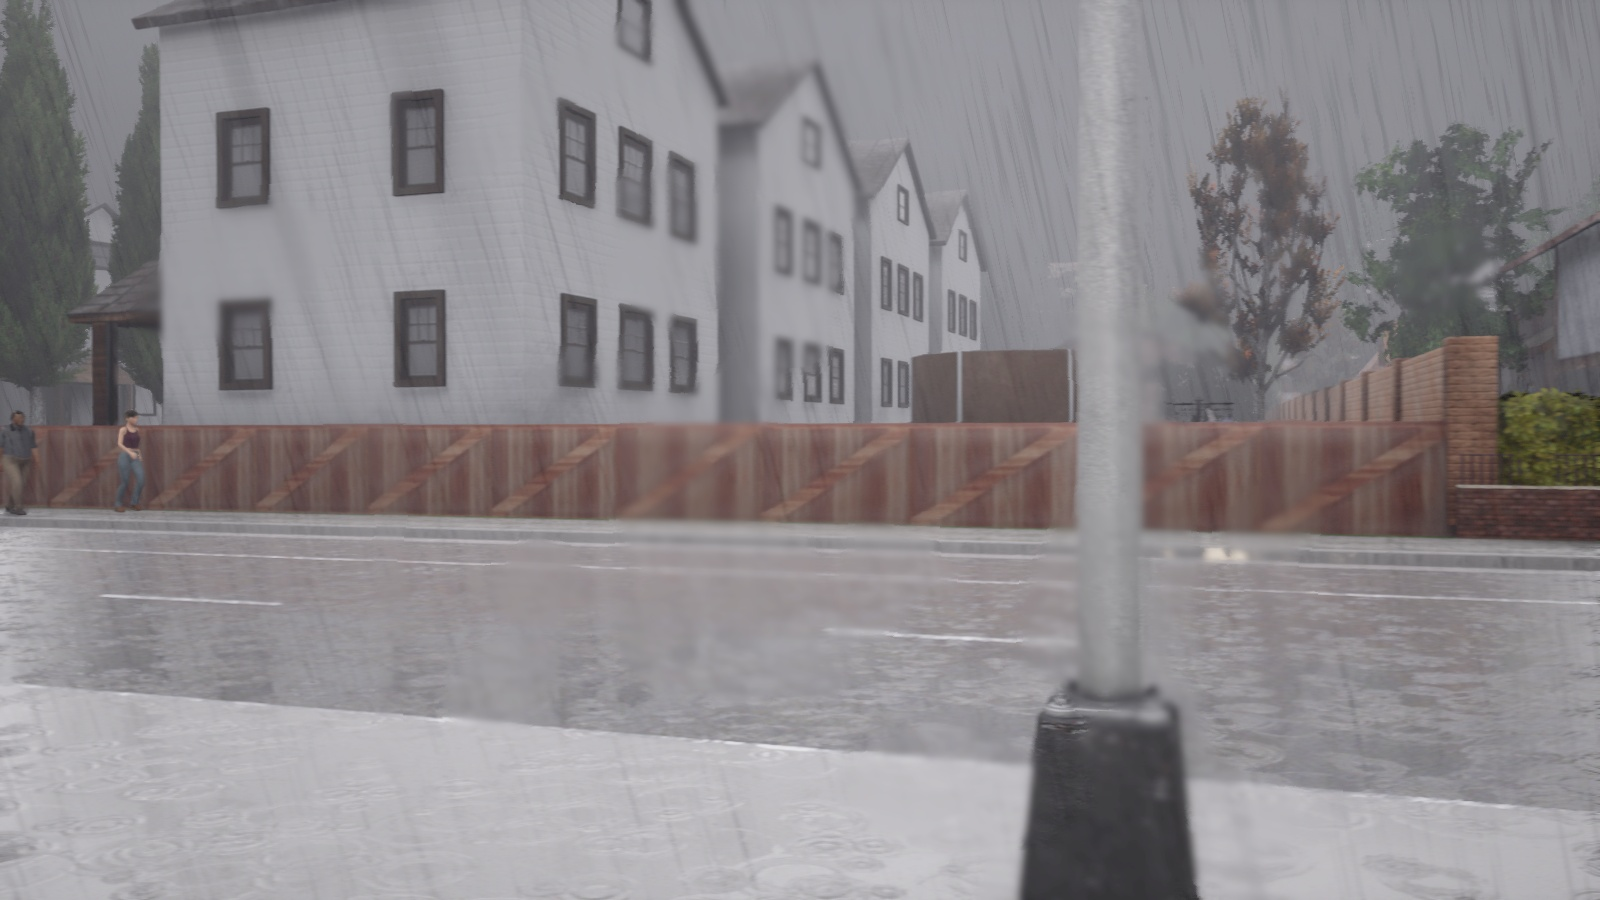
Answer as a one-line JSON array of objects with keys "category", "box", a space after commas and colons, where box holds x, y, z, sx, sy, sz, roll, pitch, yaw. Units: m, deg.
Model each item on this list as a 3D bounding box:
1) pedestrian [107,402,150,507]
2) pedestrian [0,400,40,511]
[{"category": "pedestrian", "box": [-11.927, 0.080, 22.306, 0.594, 1.836, 0.345, 1, 1, 20]}, {"category": "pedestrian", "box": [-13.447, 0.087, 21.457, 0.694, 1.848, 0.540, 1, 1, 36]}]
